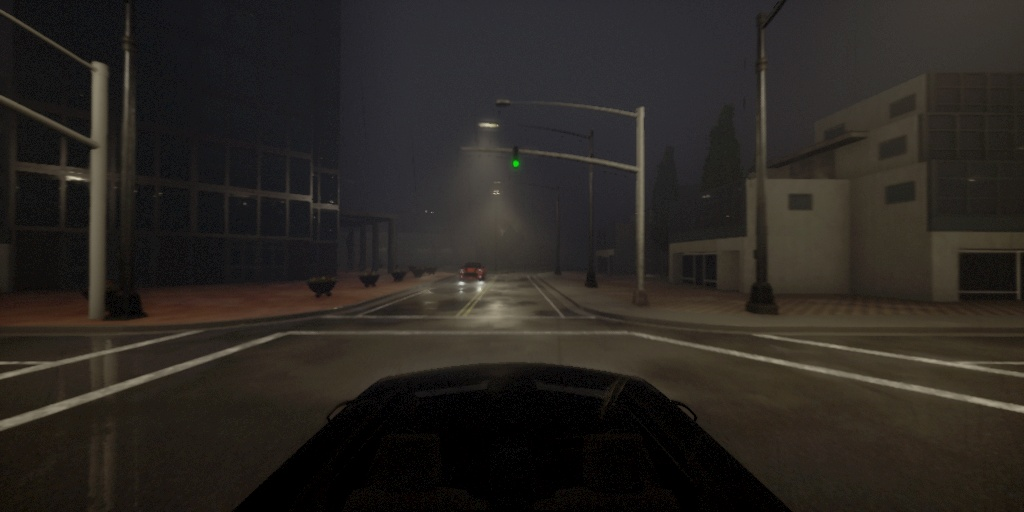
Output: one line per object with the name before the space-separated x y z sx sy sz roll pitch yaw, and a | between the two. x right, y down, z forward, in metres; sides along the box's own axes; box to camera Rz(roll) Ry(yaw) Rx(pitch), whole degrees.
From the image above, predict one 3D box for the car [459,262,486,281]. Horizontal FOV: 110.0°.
car | -3.513 1.329 32.704 2.097 1.767 4.553 0 0 0
